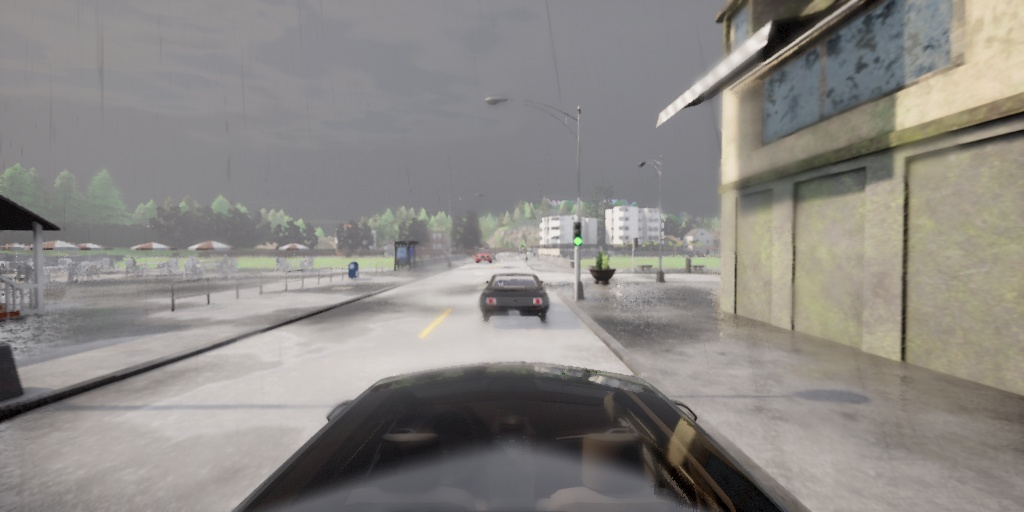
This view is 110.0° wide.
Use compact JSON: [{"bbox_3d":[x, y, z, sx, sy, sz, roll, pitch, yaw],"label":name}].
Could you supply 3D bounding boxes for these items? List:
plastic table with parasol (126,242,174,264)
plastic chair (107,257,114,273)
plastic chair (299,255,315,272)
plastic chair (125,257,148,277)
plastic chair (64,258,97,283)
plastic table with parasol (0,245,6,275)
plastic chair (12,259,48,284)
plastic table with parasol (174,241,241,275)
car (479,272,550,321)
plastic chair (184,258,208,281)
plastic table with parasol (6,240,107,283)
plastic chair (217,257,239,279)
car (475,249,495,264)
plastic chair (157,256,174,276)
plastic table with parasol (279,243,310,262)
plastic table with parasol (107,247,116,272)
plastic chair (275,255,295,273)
[{"bbox_3d":[-26.904,0.217,26.911,2.482,2.480,2.482,0,0,0],"label":"plastic table with parasol"},{"bbox_3d":[-33.336,0.780,29.165,0.730,1.272,0.750,0,0,-1],"label":"plastic chair"},{"bbox_3d":[-17.904,0.737,31.561,0.730,1.272,0.750,0,0,0],"label":"plastic chair"},{"bbox_3d":[-27.004,0.844,25.662,0.750,1.272,0.730,0,0,0],"label":"plastic chair"},{"bbox_3d":[-25.336,0.927,21.066,0.730,1.272,0.750,0,0,-1],"label":"plastic chair"},{"bbox_3d":[-34.233,0.303,22.192,2.482,2.480,2.482,0,0,0],"label":"plastic table with parasol"},{"bbox_3d":[-26.704,0.949,19.863,0.750,1.272,0.730,0,0,0],"label":"plastic chair"},{"bbox_3d":[-19.924,0.272,23.882,2.482,2.480,2.482,0,0,0],"label":"plastic table with parasol"},{"bbox_3d":[0.086,1.172,11.558,1.895,1.301,4.718,0,1,0],"label":"car"},{"bbox_3d":[-20.004,0.900,22.562,0.750,1.272,0.730,0,0,0],"label":"plastic chair"},{"bbox_3d":[-26.514,0.325,20.992,2.482,2.480,2.482,0,0,0],"label":"plastic table with parasol"},{"bbox_3d":[-18.704,0.878,23.762,0.730,1.272,0.750,0,0,0],"label":"plastic chair"},{"bbox_3d":[-4.074,0.052,52.402,2.150,2.045,5.566,0,1,0],"label":"car"},{"bbox_3d":[-25.704,0.822,26.861,0.730,1.272,0.750,0,0,0],"label":"plastic chair"},{"bbox_3d":[-19.174,0.130,31.701,2.482,2.480,2.482,0,0,0],"label":"plastic table with parasol"},{"bbox_3d":[-34.514,0.174,29.281,2.482,2.480,2.482,0,0,0],"label":"plastic table with parasol"},{"bbox_3d":[-19.204,0.758,30.361,0.750,1.272,0.730,0,0,0],"label":"plastic chair"}]
